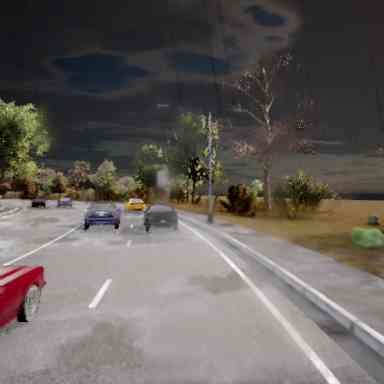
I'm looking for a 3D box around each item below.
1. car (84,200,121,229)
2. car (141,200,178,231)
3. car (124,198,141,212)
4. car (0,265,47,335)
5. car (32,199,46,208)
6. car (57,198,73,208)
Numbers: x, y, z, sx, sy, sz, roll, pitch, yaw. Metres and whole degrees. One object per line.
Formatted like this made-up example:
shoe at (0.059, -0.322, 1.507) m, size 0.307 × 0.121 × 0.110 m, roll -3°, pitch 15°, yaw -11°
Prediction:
car at (-5.809, 1.370, 22.018) m, size 2.097 × 1.767 × 4.553 m, roll 0°, pitch 0°, yaw -11°
car at (-2.053, 1.488, 21.015) m, size 1.882 × 1.535 × 5.008 m, roll 0°, pitch 0°, yaw -10°
car at (-6.722, 1.503, 38.796) m, size 1.882 × 1.535 × 5.008 m, roll 0°, pitch 0°, yaw -19°
car at (-3.612, 1.613, 4.231) m, size 1.895 × 1.301 × 4.718 m, roll 0°, pitch 0°, yaw -3°
car at (-22.837, 1.642, 49.634) m, size 1.895 × 1.301 × 4.718 m, roll 0°, pitch 0°, yaw -26°
car at (-18.946, 1.566, 49.620) m, size 1.812 × 1.442 × 4.674 m, roll 0°, pitch 0°, yaw -26°
